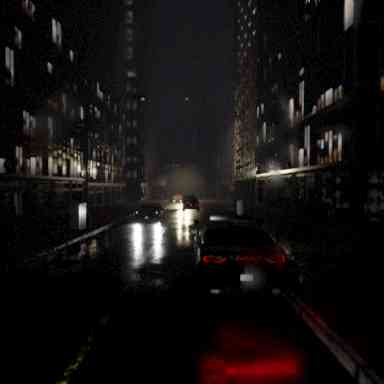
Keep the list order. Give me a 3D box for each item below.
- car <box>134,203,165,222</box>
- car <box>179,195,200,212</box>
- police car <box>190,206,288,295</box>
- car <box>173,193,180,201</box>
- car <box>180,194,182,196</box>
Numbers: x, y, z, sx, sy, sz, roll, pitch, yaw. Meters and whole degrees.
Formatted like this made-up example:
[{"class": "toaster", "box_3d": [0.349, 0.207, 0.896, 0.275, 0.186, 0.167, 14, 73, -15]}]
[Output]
[{"class": "car", "box_3d": [-3.224, 1.511, 25.786, 1.895, 1.301, 4.718, 0, 0, 0]}, {"class": "car", "box_3d": [-0.099, 1.422, 37.272, 2.033, 1.411, 5.357, 0, 0, 0]}, {"class": "police car", "box_3d": [1.009, 1.393, 8.802, 1.930, 1.638, 5.238, 0, 0, 0]}, {"class": "car", "box_3d": [-3.384, 1.126, 78.995, 2.097, 1.767, 4.553, 0, 0, 0]}, {"class": "car", "box_3d": [-0.223, 1.198, 47.646, 2.097, 1.767, 4.553, 0, 0, 0]}]
